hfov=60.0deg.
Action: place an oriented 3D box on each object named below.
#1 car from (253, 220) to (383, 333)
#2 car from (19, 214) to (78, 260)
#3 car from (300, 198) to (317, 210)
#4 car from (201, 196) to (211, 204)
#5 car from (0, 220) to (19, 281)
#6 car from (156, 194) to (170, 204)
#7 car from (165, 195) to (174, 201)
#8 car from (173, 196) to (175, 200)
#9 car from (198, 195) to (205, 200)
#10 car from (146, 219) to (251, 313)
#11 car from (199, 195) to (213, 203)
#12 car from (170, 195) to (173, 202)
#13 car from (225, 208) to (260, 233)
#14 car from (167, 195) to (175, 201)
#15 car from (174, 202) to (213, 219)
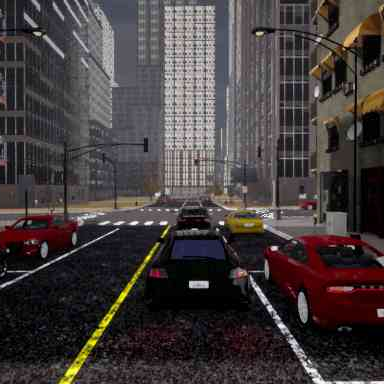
[{"bbox_3d":[2.690,1.544,6.850,1.887,1.381,4.507,-1,0,0],"label":"car"},{"bbox_3d":[-5.685,1.543,12.397,1.887,1.381,4.507,-1,0,0],"label":"car"},{"bbox_3d":[14.292,1.256,37.009,4.507,1.381,1.887,-1,1,0],"label":"car"},{"bbox_3d":[2.755,1.523,67.152,1.752,1.417,4.829,-1,0,0],"label":"car"},{"bbox_3d":[-5.692,1.439,6.873,1.967,1.590,4.097,-1,0,0],"label":"car"},{"bbox_3d":[-5.631,1.542,61.433,1.887,1.381,4.507,-1,0,0],"label":"car"},{"bbox_3d":[-5.608,1.524,83.501,1.752,1.417,4.829,-1,0,0],"label":"car"},{"bbox_3d":[-5.621,1.313,72.553,2.192,1.841,5.009,-1,0,0],"label":"car"},{"bbox_3d":[2.787,1.582,94.781,1.802,1.307,4.206,-1,0,0],"label":"car"},{"bbox_3d":[0.112,1.563,7.734,1.994,1.385,4.181,0,0,0],"label":"car"},{"bbox_3d":[2.748,1.437,61.423,1.967,1.590,4.097,-1,0,0],"label":"car"},{"bbox_3d":[-5.627,1.313,66.993,2.192,1.841,5.009,-1,0,0],"label":"car"},{"bbox_3d":[2.701,1.523,18.067,1.752,1.417,4.829,-1,0,0],"label":"car"},{"bbox_3d":[-5.600,1.544,89.230,1.887,1.381,4.507,-1,0,0],"label":"car"},{"bbox_3d":[0.096,1.503,17.719,1.837,1.490,4.892,0,0,-1],"label":"car"}]
